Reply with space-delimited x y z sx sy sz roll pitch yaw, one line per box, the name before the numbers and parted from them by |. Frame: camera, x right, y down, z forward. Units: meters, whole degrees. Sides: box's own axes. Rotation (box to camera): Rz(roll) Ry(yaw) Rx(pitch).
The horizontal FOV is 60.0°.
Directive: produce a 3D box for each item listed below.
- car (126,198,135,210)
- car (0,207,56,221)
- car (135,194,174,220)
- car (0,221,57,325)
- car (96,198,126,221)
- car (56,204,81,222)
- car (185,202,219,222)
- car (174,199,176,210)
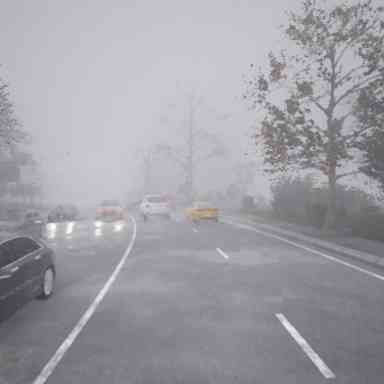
car | -7.711 1.604 43.700 1.837 1.490 4.892 0 0 -19
car | -8.168 1.556 15.222 2.128 1.511 4.902 0 0 -7
car | -3.314 1.272 28.626 2.150 2.045 5.566 0 0 -14
car | -3.874 1.526 5.649 1.837 1.490 4.892 0 0 -3
car | -6.987 1.432 28.388 2.097 1.767 4.553 0 0 -12
car | -10.270 1.668 27.042 1.994 1.385 4.181 0 0 -12
car | 0.689 1.499 26.456 1.882 1.535 5.008 0 0 -11
car | -3.697 1.284 42.892 2.150 2.045 5.566 -1 0 -18
